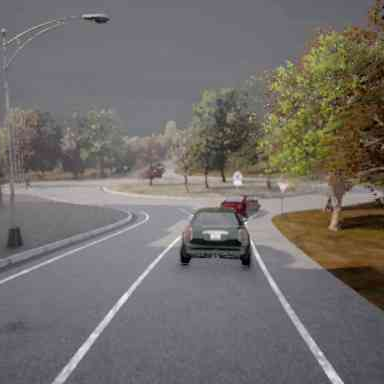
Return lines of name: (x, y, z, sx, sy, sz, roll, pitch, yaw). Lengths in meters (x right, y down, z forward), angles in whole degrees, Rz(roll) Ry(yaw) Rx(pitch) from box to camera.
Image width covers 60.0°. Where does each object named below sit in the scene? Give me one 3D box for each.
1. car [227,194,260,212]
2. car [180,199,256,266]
car: (3.782, 0.893, 25.677, 1.882, 1.535, 5.008, 3, 6, 26)
car: (0.856, 1.282, 11.598, 2.097, 1.767, 4.553, 1, 0, 5)
